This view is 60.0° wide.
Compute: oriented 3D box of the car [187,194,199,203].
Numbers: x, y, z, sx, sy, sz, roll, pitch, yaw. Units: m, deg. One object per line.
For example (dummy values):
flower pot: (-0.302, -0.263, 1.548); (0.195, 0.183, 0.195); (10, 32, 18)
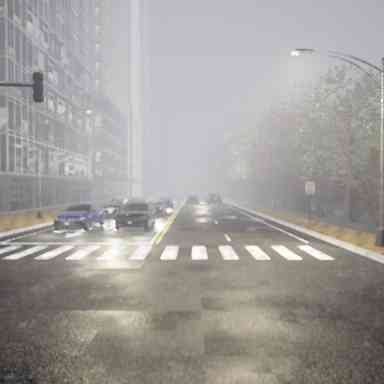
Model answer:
car: (0.108, 1.119, 59.190); (2.033, 1.411, 5.357); (0, 0, 0)

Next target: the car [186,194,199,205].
car: (0.091, 1.212, 49.160); (1.994, 1.385, 4.181); (0, 0, 0)

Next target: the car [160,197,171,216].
car: (-3.255, 1.393, 29.496); (1.895, 1.301, 4.718); (0, 0, 1)

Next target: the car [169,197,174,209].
car: (-3.179, 1.285, 39.401); (1.994, 1.385, 4.181); (0, 0, 0)

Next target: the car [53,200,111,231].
car: (-6.551, 1.388, 19.864); (1.812, 1.442, 4.674); (0, 0, 1)

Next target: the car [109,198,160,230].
car: (-3.303, 1.336, 20.152); (1.882, 1.535, 5.008); (0, 0, 0)

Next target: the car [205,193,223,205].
car: (3.340, 0.998, 49.122); (2.097, 1.767, 4.553); (0, 0, 0)

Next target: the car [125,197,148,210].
car: (-6.428, 1.326, 39.203); (1.895, 1.301, 4.718); (0, 0, 0)

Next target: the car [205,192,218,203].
car: (3.358, 0.922, 59.153); (2.097, 1.767, 4.553); (0, 0, 0)

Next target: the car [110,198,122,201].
car: (-6.507, 1.288, 29.130); (2.128, 1.511, 4.902); (0, 0, 1)
